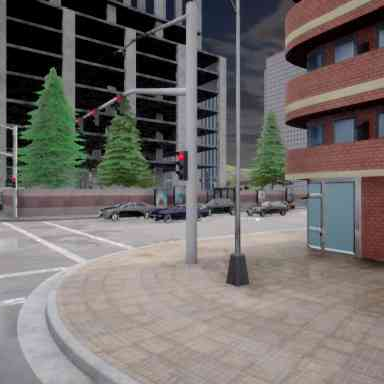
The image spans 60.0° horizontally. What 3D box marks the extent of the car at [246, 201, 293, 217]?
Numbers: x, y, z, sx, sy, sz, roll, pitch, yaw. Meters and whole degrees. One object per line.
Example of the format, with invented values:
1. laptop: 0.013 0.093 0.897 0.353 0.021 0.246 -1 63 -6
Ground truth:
1. car: 7.345 1.581 32.236 4.674 1.442 1.812 0 0 -35

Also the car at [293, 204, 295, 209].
1. car: 9.582 1.656 38.117 4.718 1.301 1.895 0 0 -35

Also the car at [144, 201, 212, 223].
1. car: -1.032 1.656 26.307 4.718 1.301 1.895 0 0 -35

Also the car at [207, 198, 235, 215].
1. car: 2.187 1.407 32.876 4.553 1.767 2.097 0 0 -35

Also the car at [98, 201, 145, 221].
1. car: -5.295 1.547 27.576 4.902 1.511 2.128 0 0 -35
